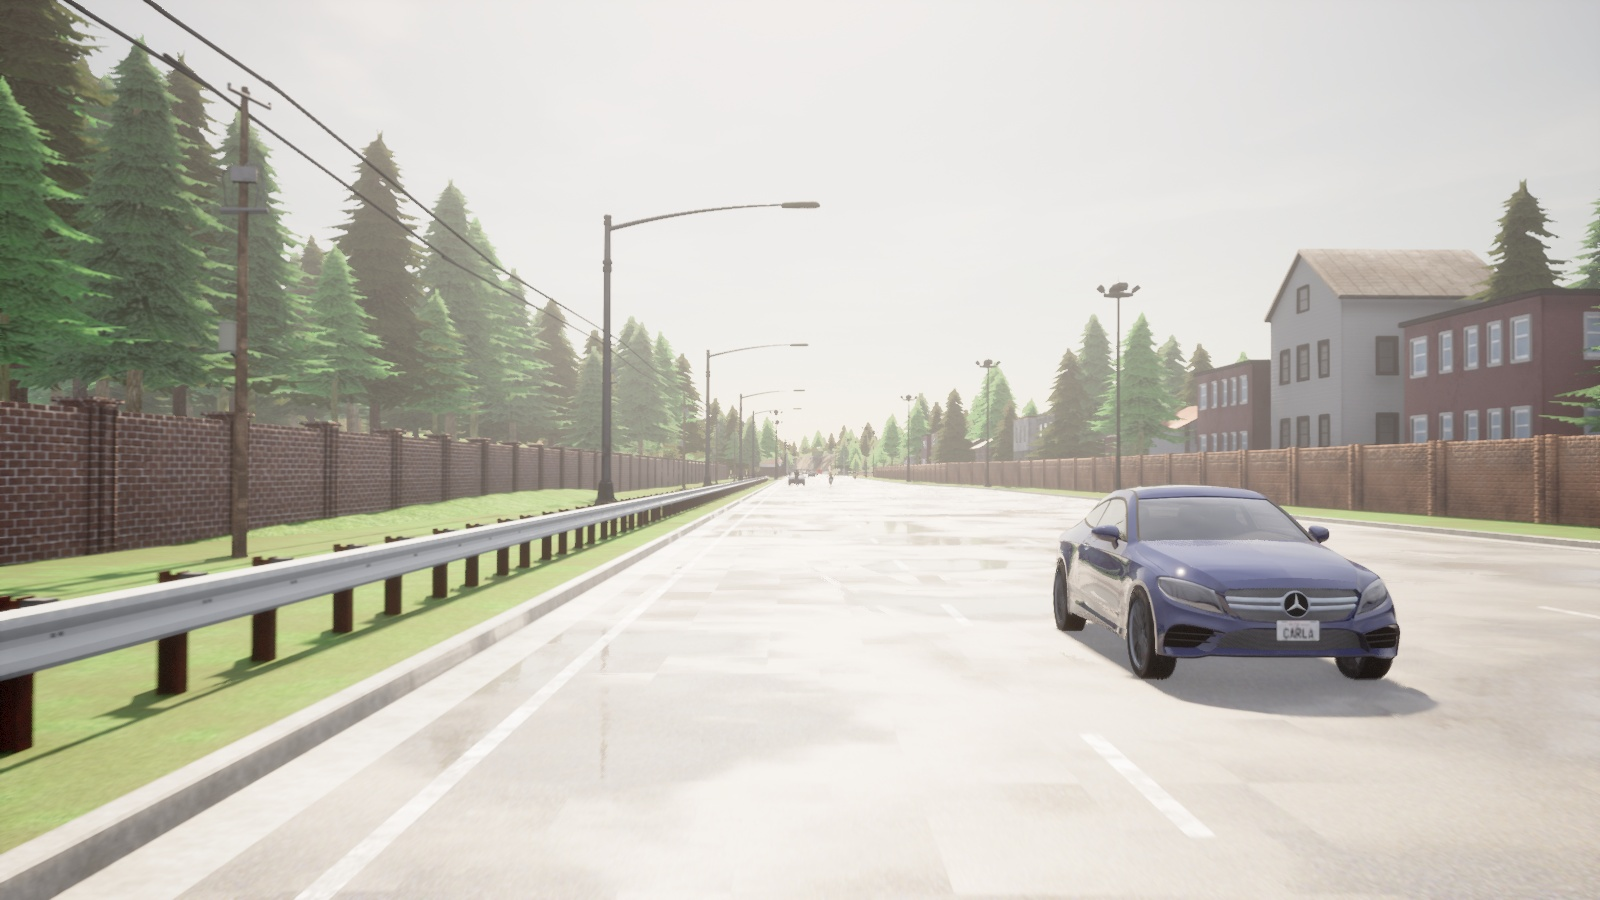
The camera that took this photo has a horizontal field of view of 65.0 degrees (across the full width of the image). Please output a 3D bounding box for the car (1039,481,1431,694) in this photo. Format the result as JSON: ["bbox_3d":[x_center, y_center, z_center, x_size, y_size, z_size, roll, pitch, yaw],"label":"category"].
[{"bbox_3d":[3.473,1.012,11.079,1.812,1.442,4.674,0,-1,0],"label":"car"}]
